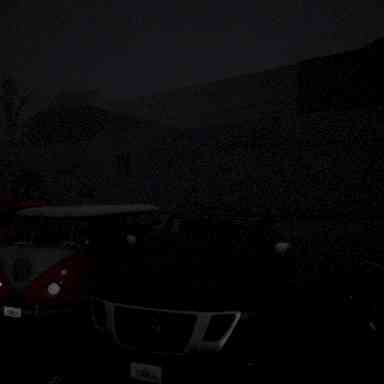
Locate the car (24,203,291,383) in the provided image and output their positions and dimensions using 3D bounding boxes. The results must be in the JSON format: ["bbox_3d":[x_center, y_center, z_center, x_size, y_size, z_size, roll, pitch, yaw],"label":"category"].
[{"bbox_3d":[0.348,1.239,5.522,2.435,2.045,5.566,1,-1,15],"label":"car"}]

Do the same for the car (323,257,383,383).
[{"bbox_3d":[2.775,1.491,3.811,2.231,1.521,4.892,0,-1,15],"label":"car"}]

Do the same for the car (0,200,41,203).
[{"bbox_3d":[-4.504,1.240,9.044,2.435,2.045,5.566,0,-1,15],"label":"car"}]

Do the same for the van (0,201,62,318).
[{"bbox_3d":[-2.105,1.264,7.168,1.878,1.987,4.442,1,-1,15],"label":"van"}]
